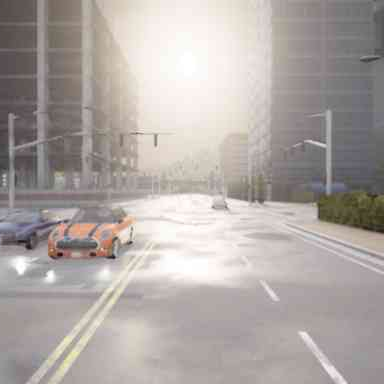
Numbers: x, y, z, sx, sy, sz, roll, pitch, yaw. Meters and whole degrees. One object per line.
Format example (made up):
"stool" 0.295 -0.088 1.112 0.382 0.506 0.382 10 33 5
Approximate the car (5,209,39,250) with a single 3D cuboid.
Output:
"car" -7.001 1.500 14.387 1.812 1.442 4.674 0 0 0

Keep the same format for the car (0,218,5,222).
"car" -7.069 1.586 8.373 1.895 1.301 4.718 0 0 0

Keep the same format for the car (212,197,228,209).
"car" 3.593 1.444 43.739 1.812 1.442 4.674 0 0 0

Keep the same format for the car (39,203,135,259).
"car" -3.520 1.330 12.402 2.097 1.767 4.553 0 0 0

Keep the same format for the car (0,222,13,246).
"car" -3.587 1.347 2.358 2.097 1.767 4.553 0 0 0
